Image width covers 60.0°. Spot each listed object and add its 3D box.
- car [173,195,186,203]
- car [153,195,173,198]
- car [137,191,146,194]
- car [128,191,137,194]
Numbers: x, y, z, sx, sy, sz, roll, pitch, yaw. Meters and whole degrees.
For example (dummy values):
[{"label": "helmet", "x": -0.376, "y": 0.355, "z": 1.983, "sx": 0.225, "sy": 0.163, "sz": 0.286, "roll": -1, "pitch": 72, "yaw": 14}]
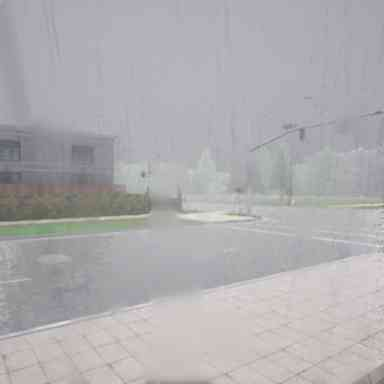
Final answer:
[{"label": "car", "x": -3.031, "y": 1.318, "z": 64.306, "sx": 1.882, "sy": 1.535, "sz": 5.008, "roll": 0, "pitch": 0, "yaw": -36}, {"label": "car", "x": -6.007, "y": 1.382, "z": 62.433, "sx": 1.812, "sy": 1.442, "sz": 4.674, "roll": 0, "pitch": 0, "yaw": -35}, {"label": "car", "x": -12.125, "y": 0.713, "z": 76.827, "sx": 2.150, "sy": 2.045, "sz": 5.566, "roll": 0, "pitch": 0, "yaw": -36}, {"label": "car", "x": -15.178, "y": 0.697, "z": 75.074, "sx": 2.150, "sy": 2.045, "sz": 5.566, "roll": 0, "pitch": 0, "yaw": -36}]
